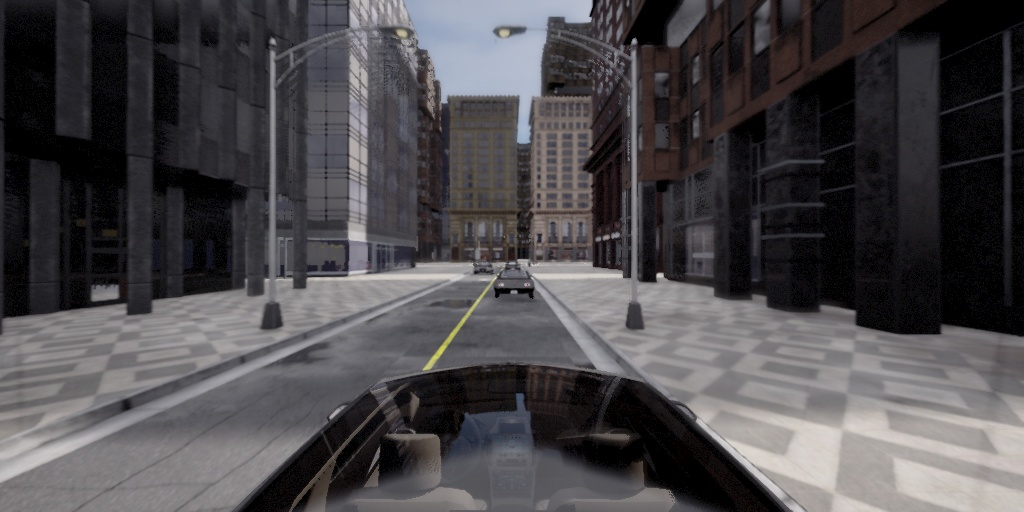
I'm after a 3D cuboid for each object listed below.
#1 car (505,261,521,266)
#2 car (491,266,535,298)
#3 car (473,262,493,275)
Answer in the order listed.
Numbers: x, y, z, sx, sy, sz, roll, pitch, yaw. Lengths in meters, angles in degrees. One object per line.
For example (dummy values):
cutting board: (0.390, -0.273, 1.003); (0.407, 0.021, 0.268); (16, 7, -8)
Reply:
car: (0.103, 1.286, 41.698); (1.812, 1.442, 4.674); (0, 0, 0)
car: (0.101, 1.349, 18.505); (1.895, 1.301, 4.718); (0, 0, 0)
car: (-2.996, 1.322, 38.828); (1.994, 1.385, 4.181); (0, 0, 0)
